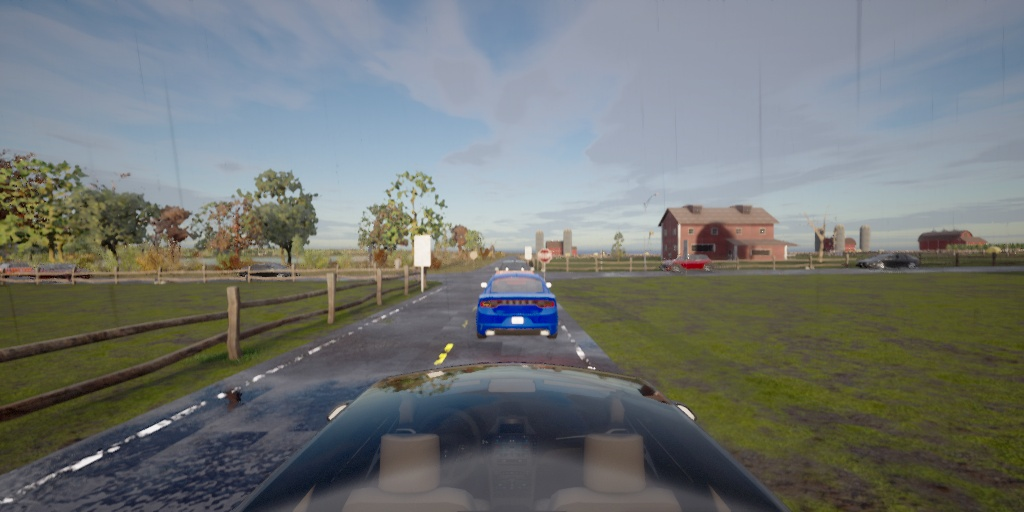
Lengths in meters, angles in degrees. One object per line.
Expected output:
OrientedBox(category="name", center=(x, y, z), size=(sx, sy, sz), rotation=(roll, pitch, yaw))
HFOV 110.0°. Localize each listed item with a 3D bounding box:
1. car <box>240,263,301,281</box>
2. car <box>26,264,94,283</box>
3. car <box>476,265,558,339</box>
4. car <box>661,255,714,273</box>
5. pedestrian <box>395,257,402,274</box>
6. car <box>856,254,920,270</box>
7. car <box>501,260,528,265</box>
OrientedBox(category="car", center=(-21.519, 1.398, 32.042), size=(4.892, 1.490, 1.837), rotation=(-1, 1, 1))
OrientedBox(category="car", center=(-41.827, 1.508, 33.413), size=(4.553, 1.767, 2.097), rotation=(-1, 1, 11))
OrientedBox(category="car", center=(0.120, 1.187, 9.978), size=(1.882, 1.535, 5.008), rotation=(0, 0, 0))
OrientedBox(category="car", center=(16.809, 0.669, 34.562), size=(4.553, 1.767, 2.097), rotation=(-1, 1, 1))
OrientedBox(category="pedestrian", center=(-12.074, 0.988, 37.880), size=(0.375, 1.860, 0.375), rotation=(0, 2, 1))
OrientedBox(category="car", center=(35.951, 0.538, 34.356), size=(4.892, 1.490, 1.837), rotation=(-1, 1, 1))
OrientedBox(category="car", center=(0.141, 1.016, 19.059), size=(2.097, 1.767, 4.553), rotation=(0, 0, 0))
